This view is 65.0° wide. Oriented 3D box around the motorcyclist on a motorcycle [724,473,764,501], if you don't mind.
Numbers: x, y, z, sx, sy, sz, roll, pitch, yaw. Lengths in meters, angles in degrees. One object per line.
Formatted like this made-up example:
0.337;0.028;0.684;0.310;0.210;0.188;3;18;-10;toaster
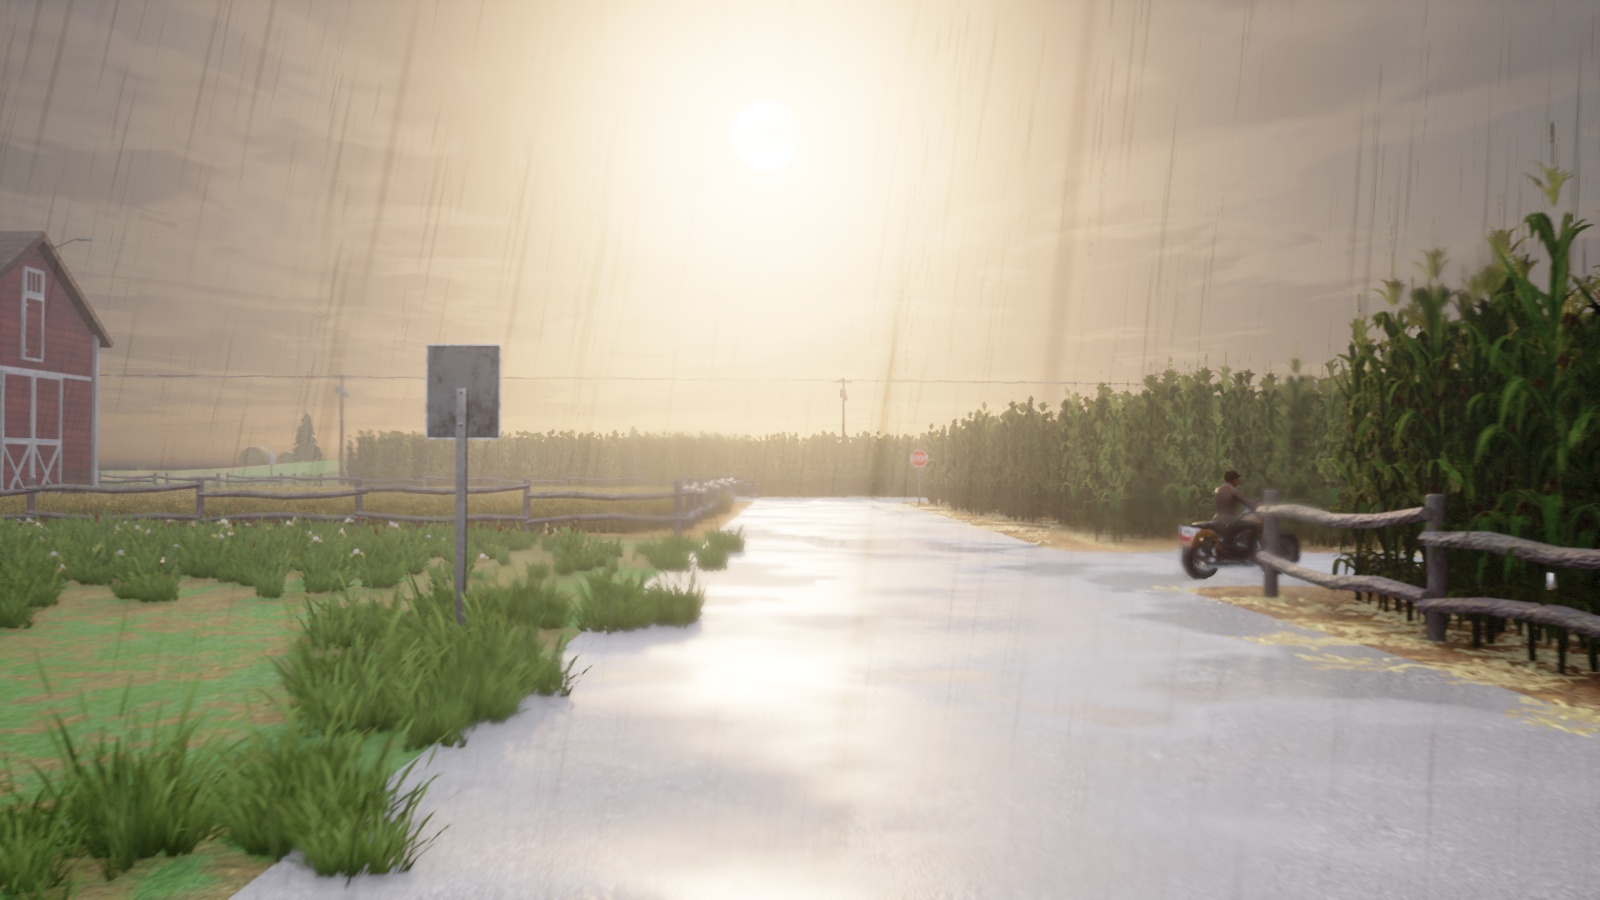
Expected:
-3.074;2.017;69.015;2.191;1.530;0.866;0;-1;-1;motorcyclist on a motorcycle

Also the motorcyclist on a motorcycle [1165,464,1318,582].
6.596;1.052;18.730;2.350;1.649;0.766;0;1;-29;motorcyclist on a motorcycle
